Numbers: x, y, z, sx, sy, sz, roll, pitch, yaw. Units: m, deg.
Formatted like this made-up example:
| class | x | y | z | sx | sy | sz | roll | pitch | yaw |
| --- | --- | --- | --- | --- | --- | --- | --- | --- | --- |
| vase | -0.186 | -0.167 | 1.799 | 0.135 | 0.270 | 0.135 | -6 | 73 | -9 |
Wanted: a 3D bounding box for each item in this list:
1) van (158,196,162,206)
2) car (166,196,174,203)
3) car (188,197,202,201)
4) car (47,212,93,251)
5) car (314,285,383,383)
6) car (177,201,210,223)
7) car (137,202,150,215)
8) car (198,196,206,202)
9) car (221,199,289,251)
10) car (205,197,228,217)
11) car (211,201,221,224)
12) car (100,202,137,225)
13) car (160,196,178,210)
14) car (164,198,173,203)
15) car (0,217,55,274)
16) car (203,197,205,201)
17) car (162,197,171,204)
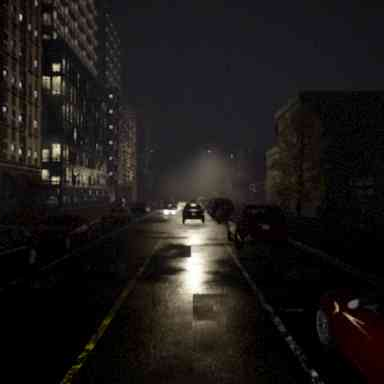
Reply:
| class | x | y | z | sx | sy | sz | roll | pitch | yaw |
| --- | --- | --- | --- | --- | --- | --- | --- | --- | --- |
| van | -5.687 | 1.698 | 64.331 | 1.690 | 1.788 | 3.998 | 0 | 0 | 0 |
| car | -5.687 | 1.935 | 86.478 | 1.967 | 1.590 | 4.097 | 0 | 0 | 0 |
| car | 0.100 | 1.750 | 45.285 | 1.837 | 1.490 | 4.892 | 0 | -1 | 0 |
| car | -5.687 | 1.620 | 14.497 | 1.887 | 1.381 | 4.507 | 0 | 0 | 0 |
| car | 2.694 | 1.600 | 3.421 | 1.802 | 1.307 | 4.206 | 0 | 0 | 0 |
| car | 0.101 | 1.691 | 27.066 | 2.033 | 1.411 | 5.357 | 0 | 0 | 0 |
| car | -5.687 | 1.763 | 36.645 | 1.947 | 1.339 | 4.313 | 0 | 0 | 0 |
| car | 2.694 | 1.970 | 92.013 | 1.967 | 1.590 | 4.097 | 0 | 0 | 0 |
| car | 2.694 | 1.390 | 14.496 | 2.192 | 1.841 | 5.009 | 0 | 0 | 0 |
| car | 2.694 | 1.481 | 31.108 | 2.192 | 1.841 | 5.009 | 0 | 0 | 0 |
| car | 2.693 | 1.661 | 25.739 | 1.752 | 1.417 | 4.829 | 0 | 0 | 0 |
| car | -5.688 | 1.660 | 25.402 | 1.752 | 1.417 | 4.829 | 0 | 0 | 0 |
| car | -3.081 | 1.756 | 48.654 | 2.128 | 1.511 | 4.902 | 0 | 0 | 0 |
| car | -5.688 | 2.042 | 80.940 | 1.802 | 1.307 | 4.206 | 0 | 0 | 0 |
| car | -5.687 | 1.598 | 8.961 | 2.008 | 1.369 | 4.403 | 0 | 0 | 0 |
| car | 2.694 | 1.512 | 36.644 | 2.192 | 1.841 | 5.009 | 0 | 0 | 0 |
| car | -5.687 | 1.950 | 75.234 | 1.752 | 1.417 | 4.829 | 0 | 0 | 0 |
